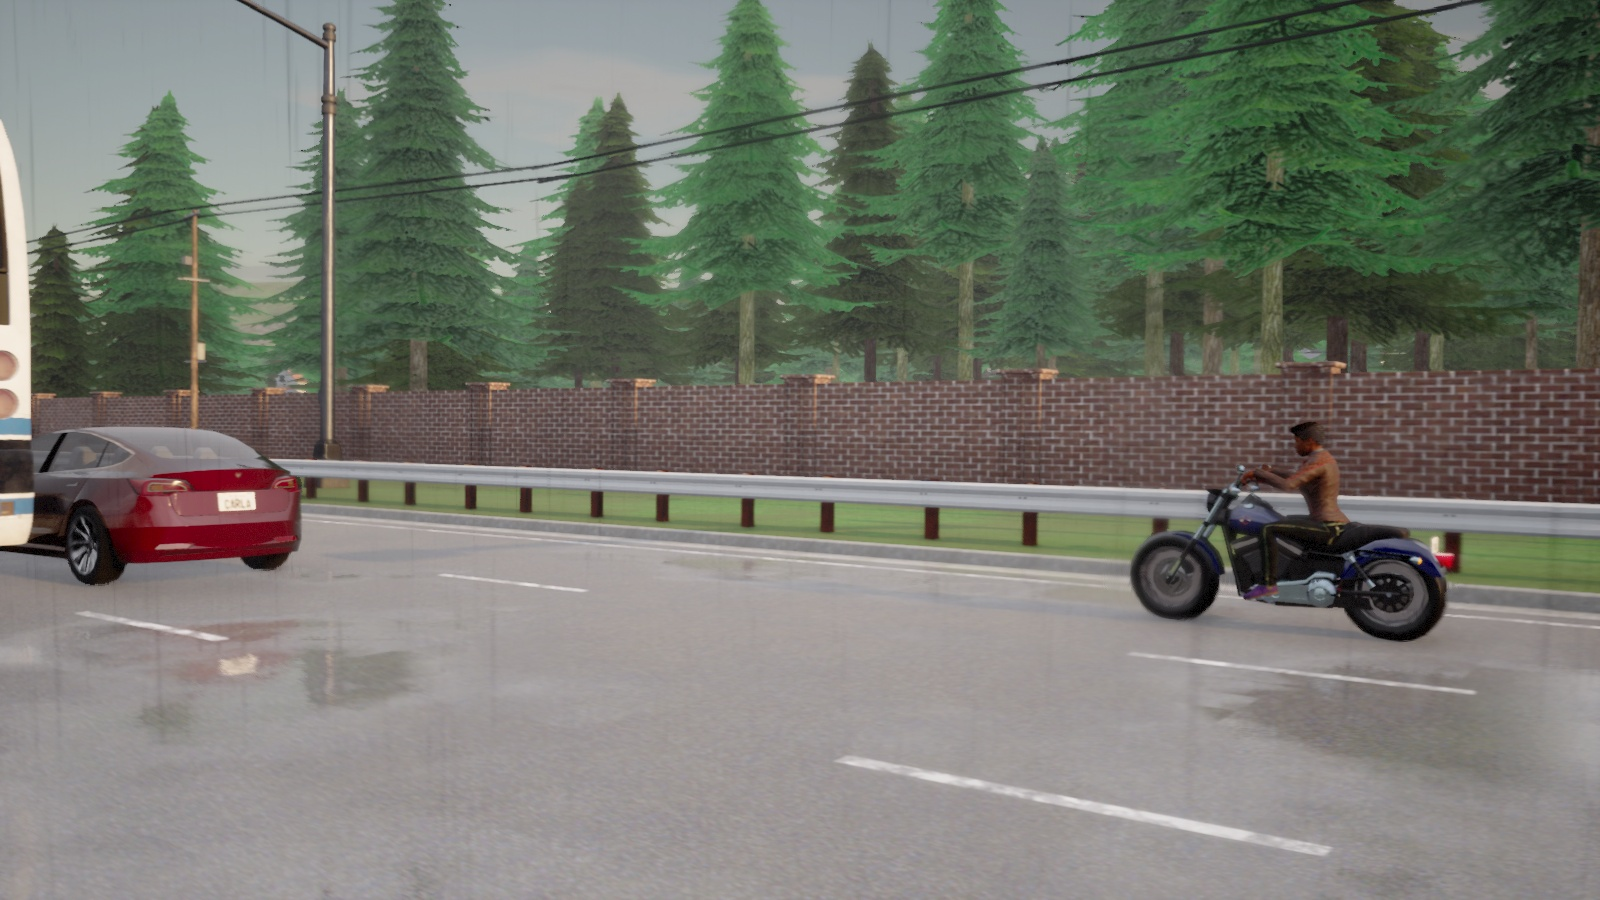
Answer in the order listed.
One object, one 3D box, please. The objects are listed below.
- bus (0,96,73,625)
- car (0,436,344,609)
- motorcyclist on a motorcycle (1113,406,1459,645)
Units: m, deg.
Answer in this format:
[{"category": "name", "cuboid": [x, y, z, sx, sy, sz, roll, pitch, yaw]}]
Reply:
[{"category": "bus", "cuboid": [-11.442, -0.702, 11.925, 10.273, 4.253, 3.944, 0, 1, 36]}, {"category": "car", "cuboid": [-7.182, 0.620, 13.192, 4.792, 1.488, 2.163, 0, 1, 36]}, {"category": "motorcyclist on a motorcycle", "cuboid": [3.689, 0.522, 9.660, 2.350, 1.649, 0.766, 0, 1, 36]}]
